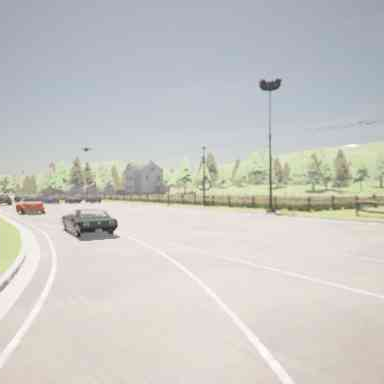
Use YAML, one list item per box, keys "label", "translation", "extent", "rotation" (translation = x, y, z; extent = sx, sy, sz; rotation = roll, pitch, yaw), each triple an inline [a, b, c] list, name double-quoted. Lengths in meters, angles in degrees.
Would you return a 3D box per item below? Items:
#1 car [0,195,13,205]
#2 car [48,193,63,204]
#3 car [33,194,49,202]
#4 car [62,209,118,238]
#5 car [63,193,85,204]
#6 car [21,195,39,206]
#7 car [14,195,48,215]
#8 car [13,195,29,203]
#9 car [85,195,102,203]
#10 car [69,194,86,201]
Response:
- label: "car"
  translation: [-30.947, 1.251, 54.814]
  extent: [2.097, 1.767, 4.553]
  rotation: [-1, 0, -34]
- label: "car"
  translation: [-24.040, 1.360, 57.084]
  extent: [1.812, 1.442, 4.674]
  rotation: [-1, 0, -34]
- label: "car"
  translation: [-29.691, 1.212, 65.338]
  extent: [1.994, 1.385, 4.181]
  rotation: [-1, 0, -34]
- label: "car"
  translation: [-5.558, 1.535, 17.622]
  extent: [1.895, 1.301, 4.718]
  rotation: [-1, 0, -31]
- label: "car"
  translation: [-21.168, 1.401, 59.086]
  extent: [1.895, 1.301, 4.718]
  rotation: [-1, 0, -34]
- label: "car"
  translation: [-26.694, 1.346, 54.763]
  extent: [1.882, 1.535, 5.008]
  rotation: [-1, 0, -34]
- label: "car"
  translation: [-16.440, 1.270, 33.745]
  extent: [2.097, 1.767, 4.553]
  rotation: [-1, 0, -34]
- label: "car"
  translation: [-32.579, 1.233, 63.362]
  extent: [2.033, 1.411, 5.357]
  rotation: [-1, 0, -34]
- label: "car"
  translation: [-18.029, 1.258, 60.693]
  extent: [2.128, 1.511, 4.902]
  rotation: [-1, 0, -34]
- label: "car"
  translation: [-23.914, 1.131, 69.291]
  extent: [2.033, 1.411, 5.357]
  rotation: [-1, 0, -34]
